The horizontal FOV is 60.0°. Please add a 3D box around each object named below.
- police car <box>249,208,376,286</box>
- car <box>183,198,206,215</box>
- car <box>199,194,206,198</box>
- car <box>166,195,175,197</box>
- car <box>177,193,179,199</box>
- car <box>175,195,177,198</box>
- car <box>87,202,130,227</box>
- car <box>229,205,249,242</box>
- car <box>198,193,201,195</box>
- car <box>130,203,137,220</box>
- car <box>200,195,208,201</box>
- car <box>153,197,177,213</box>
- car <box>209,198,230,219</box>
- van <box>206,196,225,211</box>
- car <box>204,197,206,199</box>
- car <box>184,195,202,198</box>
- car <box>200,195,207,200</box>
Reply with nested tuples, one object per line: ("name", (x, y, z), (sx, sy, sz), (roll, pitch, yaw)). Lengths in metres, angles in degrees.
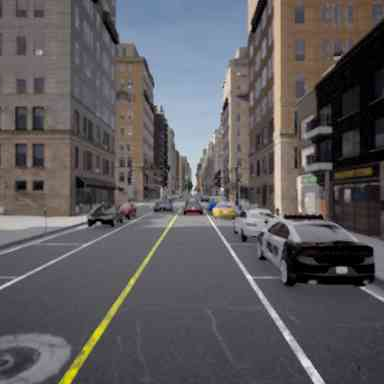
("police car", (3.137, 1.431, 9.553), (1.930, 1.638, 5.238), (0, 0, 0))
("car", (0.094, 1.586, 34.942), (1.994, 1.385, 4.181), (0, 0, -1))
("car", (3.015, 1.606, 77.710), (1.947, 1.339, 4.313), (1, 0, 1))
("car", (-5.510, 1.624, 77.817), (1.802, 1.307, 4.206), (1, 0, 1))
("car", (-5.365, 1.596, 88.875), (2.008, 1.369, 4.403), (1, 0, 1))
("car", (-5.438, 1.609, 83.346), (1.947, 1.339, 4.313), (1, 0, 1))
("car", (-5.843, 1.582, 23.032), (1.947, 1.339, 4.313), (1, 0, 0))
("car", (3.154, 1.537, 16.443), (1.812, 1.442, 4.674), (0, 0, 0))
("car", (3.087, 1.586, 83.240), (1.887, 1.381, 4.507), (1, 0, 1))
("car", (-5.841, 1.564, 28.705), (1.887, 1.381, 4.507), (1, 0, 0))
("car", (3.159, 1.594, 88.770), (2.008, 1.369, 4.403), (1, 0, 1))
("car", (-3.069, 1.587, 36.746), (1.994, 1.385, 4.181), (0, 0, 0))
("car", (2.685, 1.544, 28.869), (1.752, 1.417, 4.829), (1, 0, 0))
("van", (2.689, 1.362, 34.373), (1.690, 1.788, 3.998), (1, 0, 0))
("car", (2.689, 1.550, 40.216), (1.752, 1.417, 4.829), (1, 0, 0))
("car", (0.067, 1.554, 47.303), (1.812, 1.442, 4.674), (0, 0, 0))
("car", (3.232, 1.589, 94.300), (1.887, 1.381, 4.507), (1, 0, 1))
